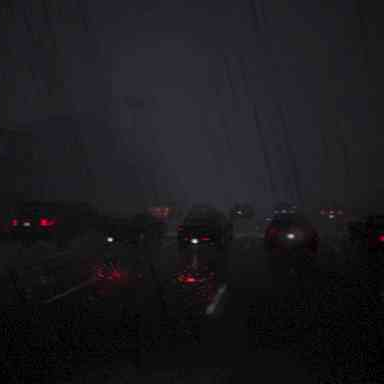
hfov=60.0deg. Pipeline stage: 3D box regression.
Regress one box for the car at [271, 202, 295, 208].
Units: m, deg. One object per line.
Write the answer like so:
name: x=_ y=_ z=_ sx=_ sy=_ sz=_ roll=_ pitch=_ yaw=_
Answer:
car: x=7.750 y=1.594 z=28.248 sx=2.033 sy=1.411 sz=5.357 roll=-1 pitch=0 yaw=14

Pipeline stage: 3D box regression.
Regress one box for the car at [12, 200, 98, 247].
car: x=-6.144 y=1.424 z=16.371 sx=2.150 sy=2.045 sz=5.566 roll=-1 pitch=0 yaw=14

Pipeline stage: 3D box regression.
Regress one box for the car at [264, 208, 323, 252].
car: x=4.104 y=1.583 z=14.030 sx=1.994 sy=1.385 sz=4.181 roll=-1 pitch=0 yaw=15

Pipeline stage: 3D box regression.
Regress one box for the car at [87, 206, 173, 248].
car: x=-2.681 y=1.652 z=15.754 sx=1.837 sy=1.490 sz=4.892 roll=-1 pitch=0 yaw=15

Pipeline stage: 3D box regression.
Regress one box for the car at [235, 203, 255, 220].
car: x=4.432 y=1.674 z=29.385 sx=1.994 sy=1.385 sz=4.181 roll=-1 pitch=0 yaw=15

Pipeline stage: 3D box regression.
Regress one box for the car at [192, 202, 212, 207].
car: x=1.050 y=1.665 z=30.286 sx=2.128 sy=1.511 sz=4.902 roll=-1 pitch=0 yaw=15

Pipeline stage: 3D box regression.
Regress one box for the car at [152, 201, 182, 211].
car: x=-2.397 y=1.585 z=30.950 sx=2.097 sy=1.767 sz=4.553 roll=-1 pitch=-1 yaw=15

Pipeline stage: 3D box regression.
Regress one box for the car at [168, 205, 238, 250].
car: x=0.712 y=1.589 z=14.896 sx=1.837 sy=1.490 sz=4.892 roll=-1 pitch=0 yaw=15

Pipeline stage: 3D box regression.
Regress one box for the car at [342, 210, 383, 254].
car: x=7.440 y=1.557 z=12.962 sx=1.895 sy=1.301 sz=4.718 roll=-1 pitch=0 yaw=14

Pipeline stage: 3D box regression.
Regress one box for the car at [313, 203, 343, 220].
car: x=11.170 y=1.584 z=27.491 sx=1.895 sy=1.301 sz=4.718 roll=-1 pitch=0 yaw=14
